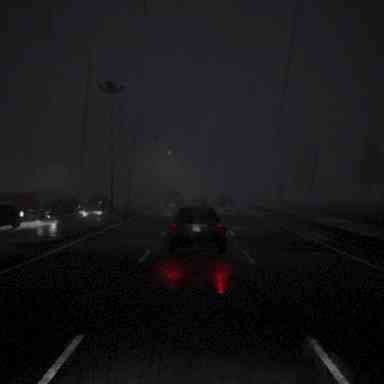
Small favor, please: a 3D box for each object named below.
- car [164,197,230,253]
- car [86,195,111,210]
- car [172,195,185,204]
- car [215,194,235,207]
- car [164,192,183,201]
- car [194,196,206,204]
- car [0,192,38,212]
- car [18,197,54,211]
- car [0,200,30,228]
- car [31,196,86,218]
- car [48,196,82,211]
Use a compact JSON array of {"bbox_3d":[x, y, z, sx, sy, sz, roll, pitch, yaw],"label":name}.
[{"bbox_3d":[0.213,1.272,13.419,2.097,1.767,4.553,0,0,2],"label":"car"},{"bbox_3d":[-10.638,1.117,37.806,2.097,1.767,4.553,0,0,2],"label":"car"},{"bbox_3d":[-2.181,1.233,55.083,1.994,1.385,4.181,0,0,1],"label":"car"},{"bbox_3d":[4.550,1.089,44.638,2.097,1.767,4.553,0,0,2],"label":"car"},{"bbox_3d":[-2.456,0.953,44.510,2.150,2.045,5.566,0,0,2],"label":"car"},{"bbox_3d":[1.318,1.273,55.001,1.895,1.301,4.718,0,0,1],"label":"car"},{"bbox_3d":[-14.426,1.048,27.084,2.150,2.045,5.566,0,0,2],"label":"car"},{"bbox_3d":[-17.636,1.284,37.963,1.812,1.442,4.674,0,0,2],"label":"car"},{"bbox_3d":[-11.231,1.386,18.305,1.837,1.490,4.892,0,0,2],"label":"car"},{"bbox_3d":[-10.910,1.317,27.673,2.128,1.511,4.902,0,0,2],"label":"car"},{"bbox_3d":[-14.150,1.242,37.427,1.882,1.535,5.008,0,0,2],"label":"car"}]
